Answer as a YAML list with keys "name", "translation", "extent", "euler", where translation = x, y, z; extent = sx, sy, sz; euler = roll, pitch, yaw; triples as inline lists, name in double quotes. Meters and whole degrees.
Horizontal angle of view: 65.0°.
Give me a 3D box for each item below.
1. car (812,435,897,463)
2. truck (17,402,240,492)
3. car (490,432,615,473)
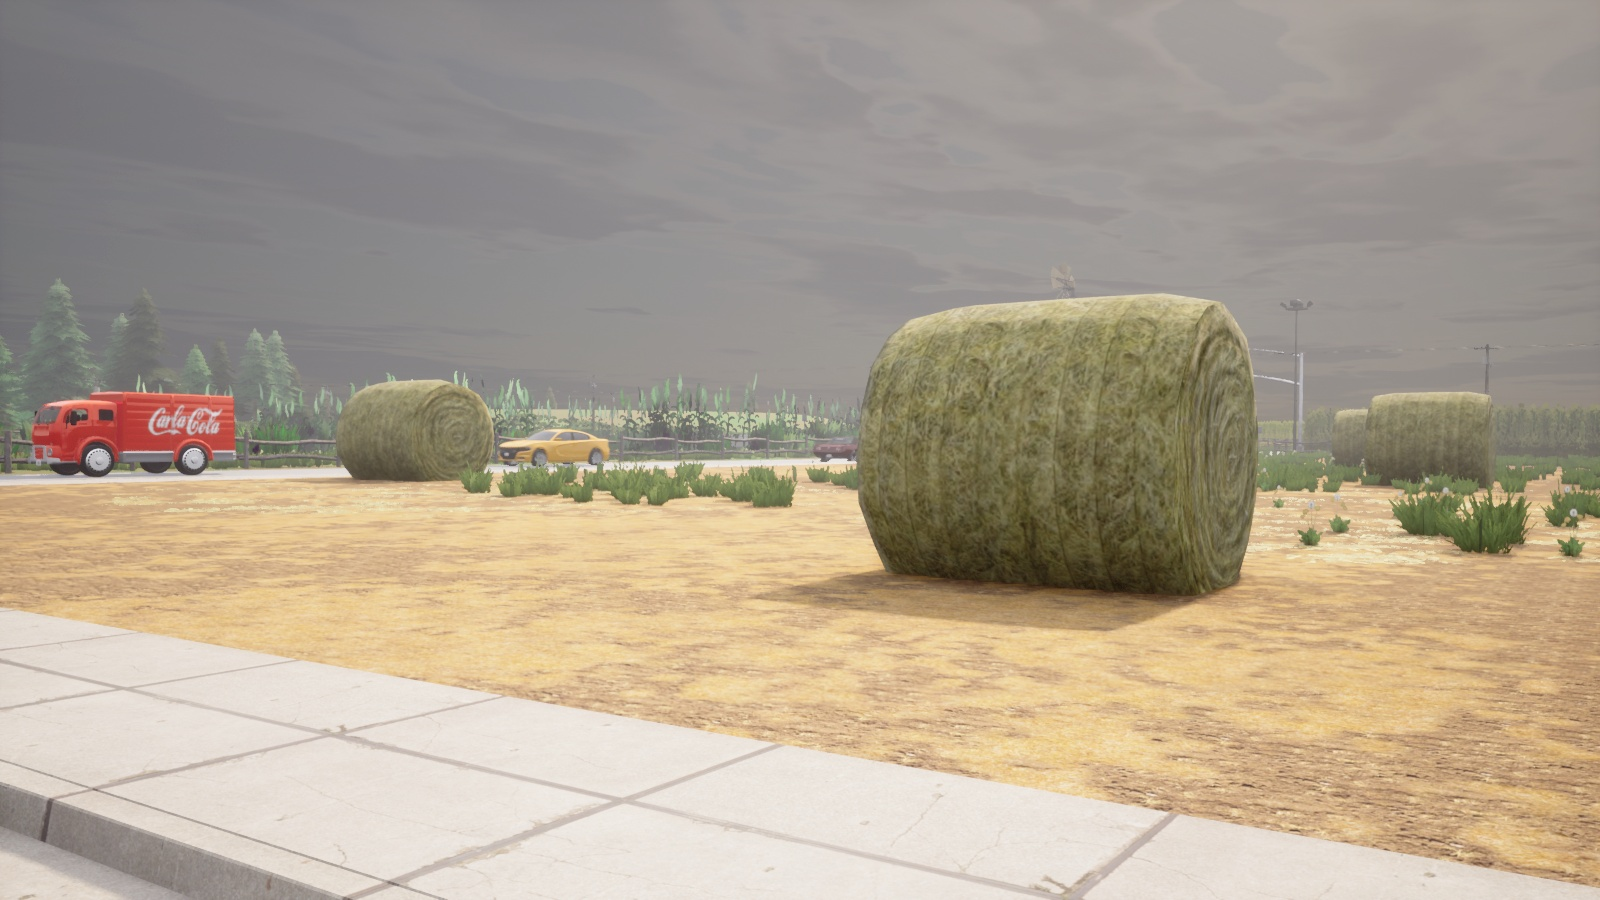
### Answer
- name: "car"
  translation: [2.732, -0.078, 62.265]
  extent: [1.895, 1.301, 4.718]
  euler: [0, 1, 36]
- name: "truck"
  translation: [-19.894, -0.120, 37.443]
  extent: [2.627, 2.467, 5.204]
  euler: [0, 1, 36]
- name: "car"
  translation: [-9.970, 0.069, 50.920]
  extent: [1.882, 1.535, 5.008]
  euler: [0, 1, 36]
